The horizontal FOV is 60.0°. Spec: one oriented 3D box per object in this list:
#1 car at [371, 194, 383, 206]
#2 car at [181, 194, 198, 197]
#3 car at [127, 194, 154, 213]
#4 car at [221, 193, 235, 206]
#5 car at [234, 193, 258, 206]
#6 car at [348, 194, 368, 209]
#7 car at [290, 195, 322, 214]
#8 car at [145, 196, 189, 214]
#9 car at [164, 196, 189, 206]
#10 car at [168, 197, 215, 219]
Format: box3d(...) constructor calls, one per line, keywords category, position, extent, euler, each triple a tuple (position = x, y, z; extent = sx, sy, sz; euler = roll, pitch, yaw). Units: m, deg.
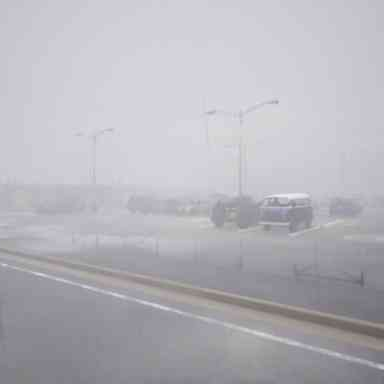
box3d(category="car", position=(28.456, 1.225, 50.235), extent=(1.932, 1.855, 4.605), euler=(0, 0, 36))
box3d(category="car", position=(-0.038, 1.180, 49.485), extent=(1.932, 1.855, 4.605), euler=(0, 0, 36))
box3d(category="car", position=(-4.501, 1.182, 34.067), extent=(1.932, 1.855, 4.605), euler=(0, 0, 36))
box3d(category="car", position=(8.011, 1.425, 65.330), extent=(1.970, 1.475, 3.806), euler=(0, 0, 36))
box3d(category="car", position=(10.336, 1.190, 63.604), extent=(1.905, 1.878, 3.866), euler=(0, 0, 36))
box3d(category="car", position=(26.158, 1.223, 51.995), extent=(1.905, 1.878, 3.866), euler=(0, 0, 36))
box3d(category="car", position=(13.620, 1.450, 39.537), extent=(1.970, 1.475, 3.806), euler=(0, 0, 36))
box3d(category="car", position=(-2.311, 1.397, 32.516), extent=(1.784, 1.438, 3.905), euler=(0, 0, 36))
box3d(category="car", position=(-2.332, 1.386, 51.255), extent=(1.784, 1.438, 3.905), euler=(0, 0, 36))
box3d(category="car", position=(0.019, 1.434, 30.798), extent=(1.970, 1.475, 3.806), euler=(0, 0, 36))
